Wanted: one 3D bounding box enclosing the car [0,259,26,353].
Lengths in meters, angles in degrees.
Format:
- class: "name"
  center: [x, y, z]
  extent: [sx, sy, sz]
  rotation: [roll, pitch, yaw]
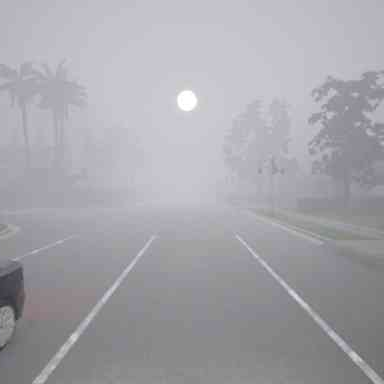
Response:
- class: "car"
  center: [-3.560, 1.459, 3.184]
  extent: [1.882, 1.535, 5.008]
  rotation: [0, 0, 0]
